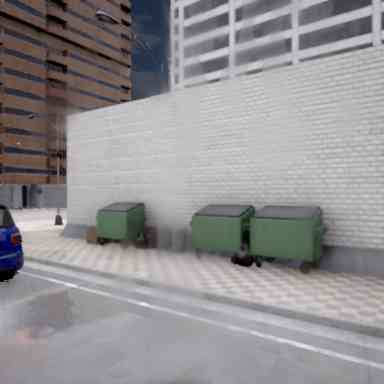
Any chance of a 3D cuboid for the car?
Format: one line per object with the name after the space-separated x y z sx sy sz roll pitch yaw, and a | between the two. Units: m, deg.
-6.591 1.255 8.619 5.566 2.045 2.150 0 0 36 | car
